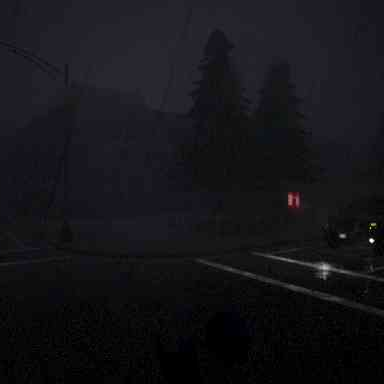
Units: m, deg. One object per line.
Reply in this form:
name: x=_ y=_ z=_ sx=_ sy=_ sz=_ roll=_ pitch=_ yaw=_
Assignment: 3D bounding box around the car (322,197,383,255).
car: x=7.698 y=1.248 z=13.745 sx=5.566 sy=2.045 sz=2.150 roll=0 pitch=0 yaw=-37
